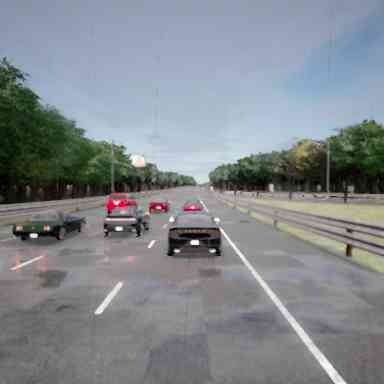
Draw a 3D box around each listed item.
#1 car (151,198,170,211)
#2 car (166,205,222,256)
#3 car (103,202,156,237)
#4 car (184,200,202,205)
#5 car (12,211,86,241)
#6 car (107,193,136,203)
[{"bbox_3d":[-3.416,1.365,35.582,1.882,1.535,5.008,0,1,0],"label":"car"},{"bbox_3d":[0.095,1.493,13.277,1.882,1.535,5.008,0,0,0],"label":"car"},{"bbox_3d":[-3.409,1.502,18.004,2.128,1.511,4.902,0,0,0],"label":"car"},{"bbox_3d":[0.084,1.464,34.550,1.994,1.385,4.181,0,1,0],"label":"car"},{"bbox_3d":[-6.907,1.613,16.749,1.895,1.301,4.718,0,0,0],"label":"car"},{"bbox_3d":[-6.914,1.136,33.170,2.150,2.045,5.566,0,1,0],"label":"car"}]
